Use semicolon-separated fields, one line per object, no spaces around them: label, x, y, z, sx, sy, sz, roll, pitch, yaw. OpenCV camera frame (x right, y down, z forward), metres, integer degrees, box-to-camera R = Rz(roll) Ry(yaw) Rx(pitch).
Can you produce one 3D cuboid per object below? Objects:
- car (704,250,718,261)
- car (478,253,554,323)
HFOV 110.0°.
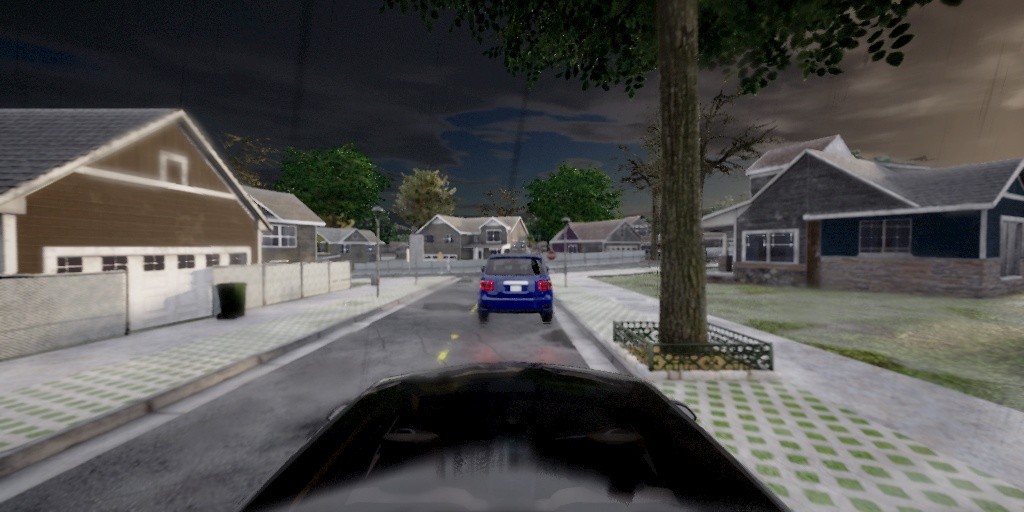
car;24.981;-0.072;47.485;5.357;1.411;2.033;-2;2;-25
car;0.102;0.926;12.080;2.150;2.045;5.566;0;0;0
